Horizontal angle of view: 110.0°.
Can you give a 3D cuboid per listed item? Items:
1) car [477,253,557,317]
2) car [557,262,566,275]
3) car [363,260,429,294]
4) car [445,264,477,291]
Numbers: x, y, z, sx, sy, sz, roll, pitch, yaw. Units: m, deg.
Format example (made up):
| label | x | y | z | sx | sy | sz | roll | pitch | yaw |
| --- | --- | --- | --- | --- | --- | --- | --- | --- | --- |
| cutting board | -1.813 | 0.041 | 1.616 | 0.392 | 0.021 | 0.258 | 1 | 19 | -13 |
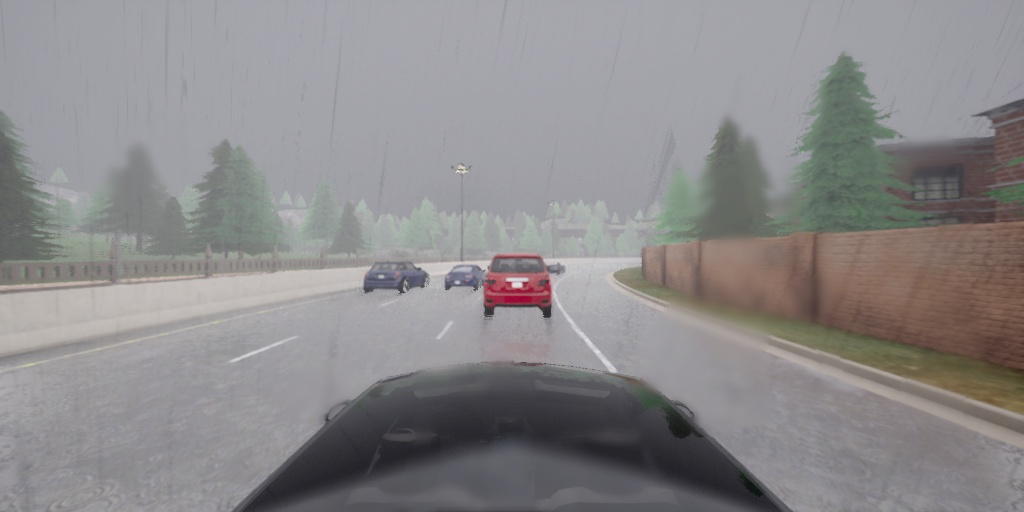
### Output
| label | x | y | z | sx | sy | sz | roll | pitch | yaw |
| --- | --- | --- | --- | --- | --- | --- | --- | --- | --- |
| car | 0.255 | 0.921 | 13.101 | 2.150 | 2.045 | 5.566 | 0 | 0 | 2 |
| car | 4.170 | 1.200 | 35.791 | 1.895 | 1.301 | 4.718 | 0 | 0 | 17 |
| car | -6.197 | 1.023 | 19.741 | 2.097 | 1.767 | 4.553 | 0 | 0 | 6 |
| car | -2.566 | 1.191 | 20.930 | 1.812 | 1.442 | 4.674 | 0 | 0 | 7 |
